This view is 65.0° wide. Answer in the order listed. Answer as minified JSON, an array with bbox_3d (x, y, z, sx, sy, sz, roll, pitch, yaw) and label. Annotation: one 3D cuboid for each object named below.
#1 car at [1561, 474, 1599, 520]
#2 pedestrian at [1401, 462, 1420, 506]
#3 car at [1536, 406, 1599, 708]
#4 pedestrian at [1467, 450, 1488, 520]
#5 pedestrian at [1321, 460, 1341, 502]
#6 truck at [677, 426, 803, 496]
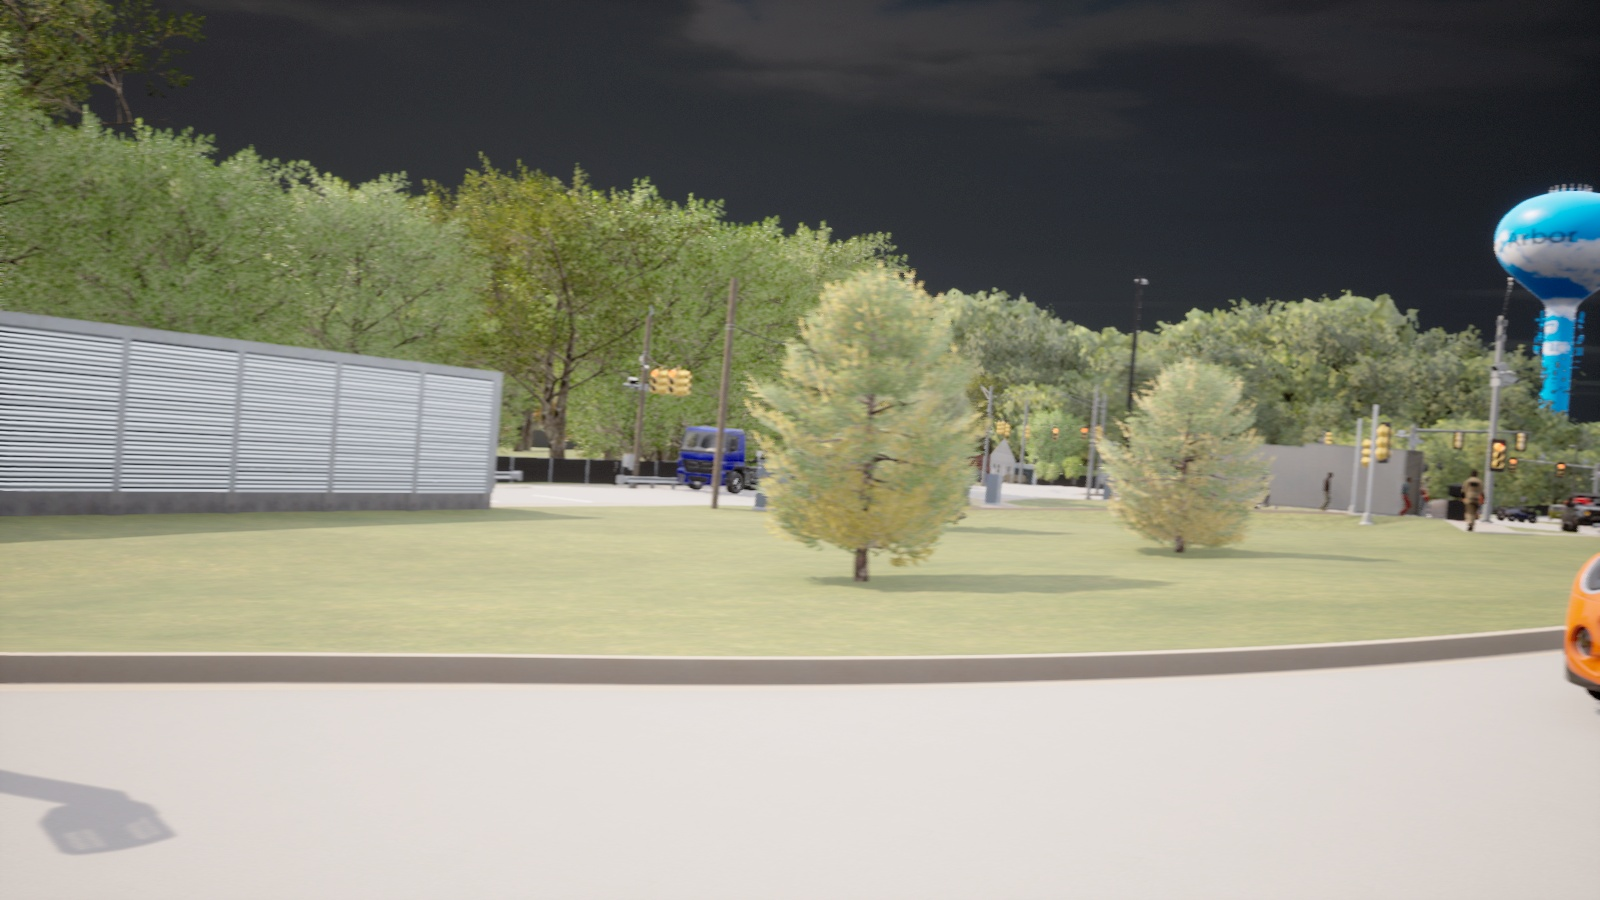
[{"bbox_3d":[35.038,2.110,55.371,1.905,1.878,3.866,3,-1,23],"label":"car"},{"bbox_3d":[26.040,1.437,53.602,0.614,1.847,0.353,3,-1,22],"label":"pedestrian"},{"bbox_3d":[6.975,0.652,8.022,4.553,1.767,2.097,0,1,-34],"label":"car"},{"bbox_3d":[19.172,0.991,35.545,0.396,1.930,0.692,3,-1,27],"label":"pedestrian"},{"bbox_3d":[23.621,1.375,55.878,0.703,1.840,0.431,3,-1,23],"label":"pedestrian"},{"bbox_3d":[-3.087,0.632,67.844,2.891,3.462,7.936,3,0,29],"label":"truck"}]
